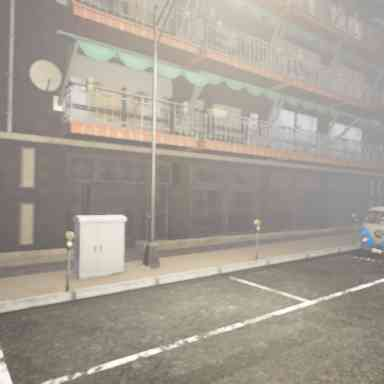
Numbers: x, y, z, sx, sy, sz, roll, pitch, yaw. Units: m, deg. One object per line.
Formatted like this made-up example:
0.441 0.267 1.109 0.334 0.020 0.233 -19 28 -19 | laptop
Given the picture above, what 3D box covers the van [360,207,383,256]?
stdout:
7.738 1.410 12.063 3.998 1.788 1.690 0 1 -35 | van
